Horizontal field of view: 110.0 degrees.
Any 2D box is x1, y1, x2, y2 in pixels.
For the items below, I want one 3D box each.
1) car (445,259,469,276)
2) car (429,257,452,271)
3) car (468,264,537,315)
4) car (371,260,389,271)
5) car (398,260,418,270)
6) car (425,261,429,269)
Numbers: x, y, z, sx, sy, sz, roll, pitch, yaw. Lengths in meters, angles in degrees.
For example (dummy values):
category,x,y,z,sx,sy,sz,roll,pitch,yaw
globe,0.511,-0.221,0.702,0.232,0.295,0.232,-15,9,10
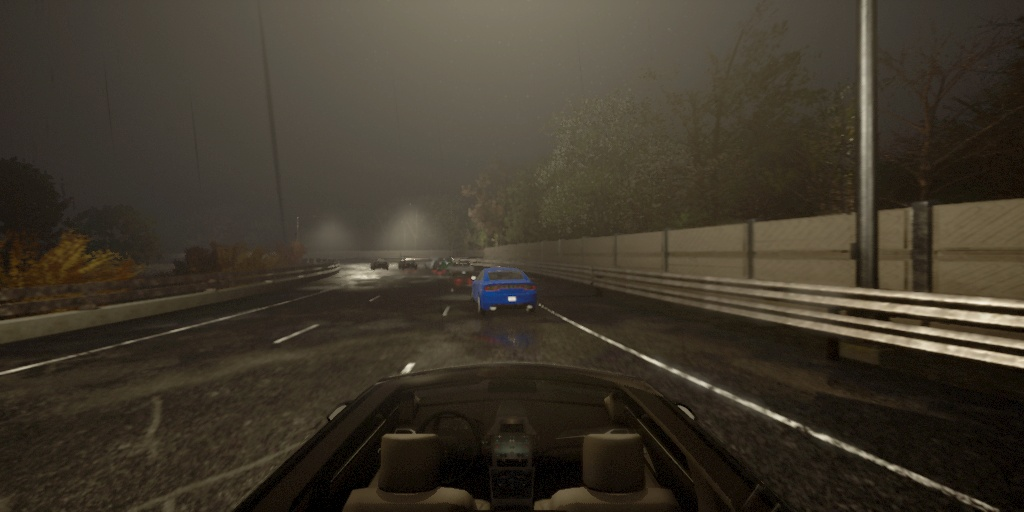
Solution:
category,x,y,z,sx,sy,sz,roll,pitch,yaw
car,-4.894,1.186,33.821,1.895,1.301,4.718,-1,0,-17
car,-8.430,0.897,44.178,2.097,1.767,4.553,-1,0,-22
car,-0.431,1.158,13.397,1.882,1.535,5.008,-1,0,-10
car,-17.374,1.192,47.034,1.895,1.301,4.718,-1,0,-27
car,-14.084,1.161,48.280,1.895,1.301,4.718,-1,0,-27
car,-10.630,1.055,49.283,1.812,1.442,4.674,-1,1,-27
